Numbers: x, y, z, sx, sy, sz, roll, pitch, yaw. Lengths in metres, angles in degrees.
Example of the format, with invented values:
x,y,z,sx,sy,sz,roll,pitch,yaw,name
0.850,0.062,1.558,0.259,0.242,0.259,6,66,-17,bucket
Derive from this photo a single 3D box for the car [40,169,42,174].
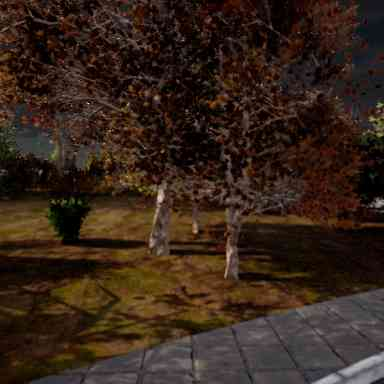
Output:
x,y,z,sx,sy,sz,roll,pitch,yaw,name
-33.688,-4.337,78.210,2.185,1.767,4.553,5,3,39,car

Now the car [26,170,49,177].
x,y,z,sx,sy,sz,roll,pitch,yaw,name
-37.999,-4.528,81.709,2.002,1.452,4.674,5,3,39,car

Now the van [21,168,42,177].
x,y,z,sx,sy,sz,roll,pitch,yaw,name
-40.223,-4.970,83.336,1.878,1.987,4.442,5,3,39,van
